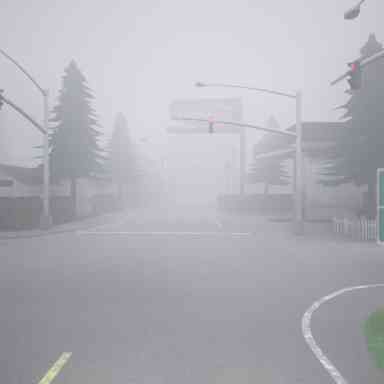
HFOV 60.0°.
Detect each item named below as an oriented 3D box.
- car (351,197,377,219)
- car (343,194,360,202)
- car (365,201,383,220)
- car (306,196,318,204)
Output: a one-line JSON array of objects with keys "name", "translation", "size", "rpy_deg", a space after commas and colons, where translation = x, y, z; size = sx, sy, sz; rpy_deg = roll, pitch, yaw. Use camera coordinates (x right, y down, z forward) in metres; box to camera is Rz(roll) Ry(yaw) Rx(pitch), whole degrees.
[{"name": "car", "translation": [14.465, 1.505, 24.923], "size": [3.866, 1.878, 1.905], "rpy_deg": [0, 0, 0]}, {"name": "car", "translation": [35.187, 1.489, 71.700], "size": [2.007, 1.523, 4.514], "rpy_deg": [0, 0, 0]}, {"name": "car", "translation": [18.814, 1.672, 30.576], "size": [4.611, 1.667, 2.242], "rpy_deg": [0, 0, 0]}, {"name": "car", "translation": [22.753, 1.552, 63.957], "size": [1.970, 1.475, 3.806], "rpy_deg": [0, 0, 0]}]
